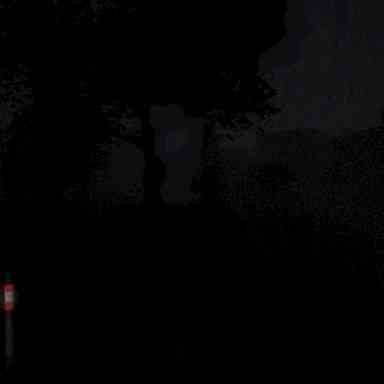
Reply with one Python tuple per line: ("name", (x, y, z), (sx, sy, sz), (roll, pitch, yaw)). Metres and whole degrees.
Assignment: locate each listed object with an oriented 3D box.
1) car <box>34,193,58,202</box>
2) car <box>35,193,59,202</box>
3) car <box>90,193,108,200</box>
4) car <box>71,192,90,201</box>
("car", (-35.709, 1.300, 81.622), (5.566, 2.045, 2.435), (-1, -1, -22))
("car", (-37.721, 1.401, 86.700), (5.566, 2.045, 2.435), (-1, -1, -22))
("car", (-25.753, 1.187, 89.641), (5.566, 2.045, 2.435), (-1, -1, -21))
("car", (-25.403, 1.068, 74.968), (2.150, 2.045, 5.566), (-1, 0, 0))
